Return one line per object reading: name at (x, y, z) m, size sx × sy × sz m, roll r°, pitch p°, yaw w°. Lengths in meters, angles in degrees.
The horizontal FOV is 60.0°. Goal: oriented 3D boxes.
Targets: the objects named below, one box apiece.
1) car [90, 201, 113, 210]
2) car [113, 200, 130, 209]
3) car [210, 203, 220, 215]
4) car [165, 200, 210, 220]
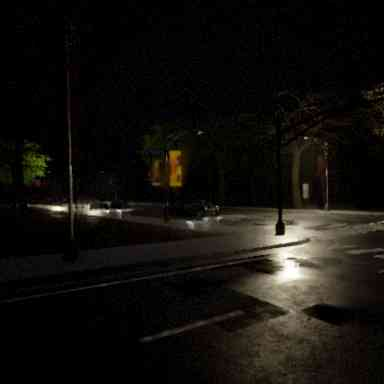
car at (-14.511, 2.121, 52.284) m, size 1.994 × 1.385 × 4.181 m, roll -1°, pitch 0°, yaw -35°
car at (-11.741, 2.010, 53.990) m, size 1.812 × 1.442 × 4.674 m, roll -1°, pitch 0°, yaw -35°
car at (0.964, 1.621, 35.685) m, size 2.097 × 1.767 × 4.553 m, roll -2°, pitch 0°, yaw -35°
car at (-0.790, 1.801, 32.525) m, size 1.882 × 1.535 × 5.008 m, roll -2°, pitch 0°, yaw -35°
